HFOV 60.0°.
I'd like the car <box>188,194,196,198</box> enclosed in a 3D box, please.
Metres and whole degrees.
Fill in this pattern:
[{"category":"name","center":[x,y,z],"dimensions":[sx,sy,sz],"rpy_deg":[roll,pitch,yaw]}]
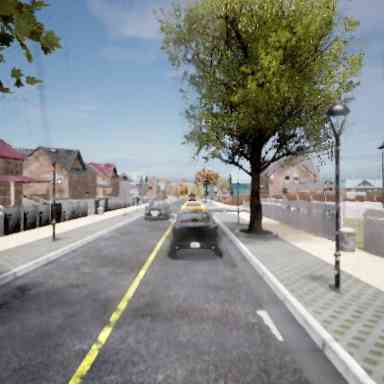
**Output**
[{"category":"car","center":[0.038,1.860,82.407],"dimensions":[1.895,1.301,4.718],"rpy_deg":[0,-1,0]}]

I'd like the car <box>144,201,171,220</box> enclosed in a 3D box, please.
[{"category":"car","center":[-2.779,1.478,27.500],"dimensions":[2.128,1.511,4.902],"rpy_deg":[0,0,0]}]

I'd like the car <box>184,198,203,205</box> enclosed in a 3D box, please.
[{"category":"car","center":[0.124,1.461,25.897],"dimensions":[1.882,1.535,5.008],"rpy_deg":[0,0,0]}]

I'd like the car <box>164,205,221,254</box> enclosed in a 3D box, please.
[{"category":"car","center":[0.105,1.483,13.294],"dimensions":[1.837,1.490,4.892],"rpy_deg":[0,0,0]}]
